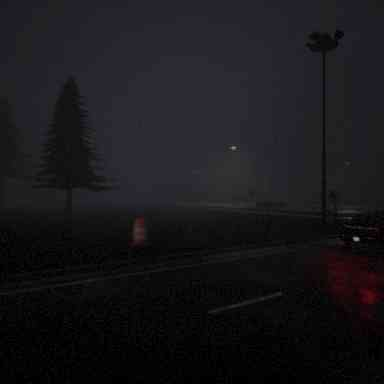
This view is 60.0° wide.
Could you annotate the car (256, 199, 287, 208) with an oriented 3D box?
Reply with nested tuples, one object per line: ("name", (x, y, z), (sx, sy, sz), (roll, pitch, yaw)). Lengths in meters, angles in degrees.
("car", (12.061, 1.785, 50.733), (1.895, 1.301, 4.718), (0, 0, -35))

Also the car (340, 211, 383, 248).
("car", (8.154, 1.560, 13.889), (4.902, 1.511, 2.128), (0, 0, -35))
